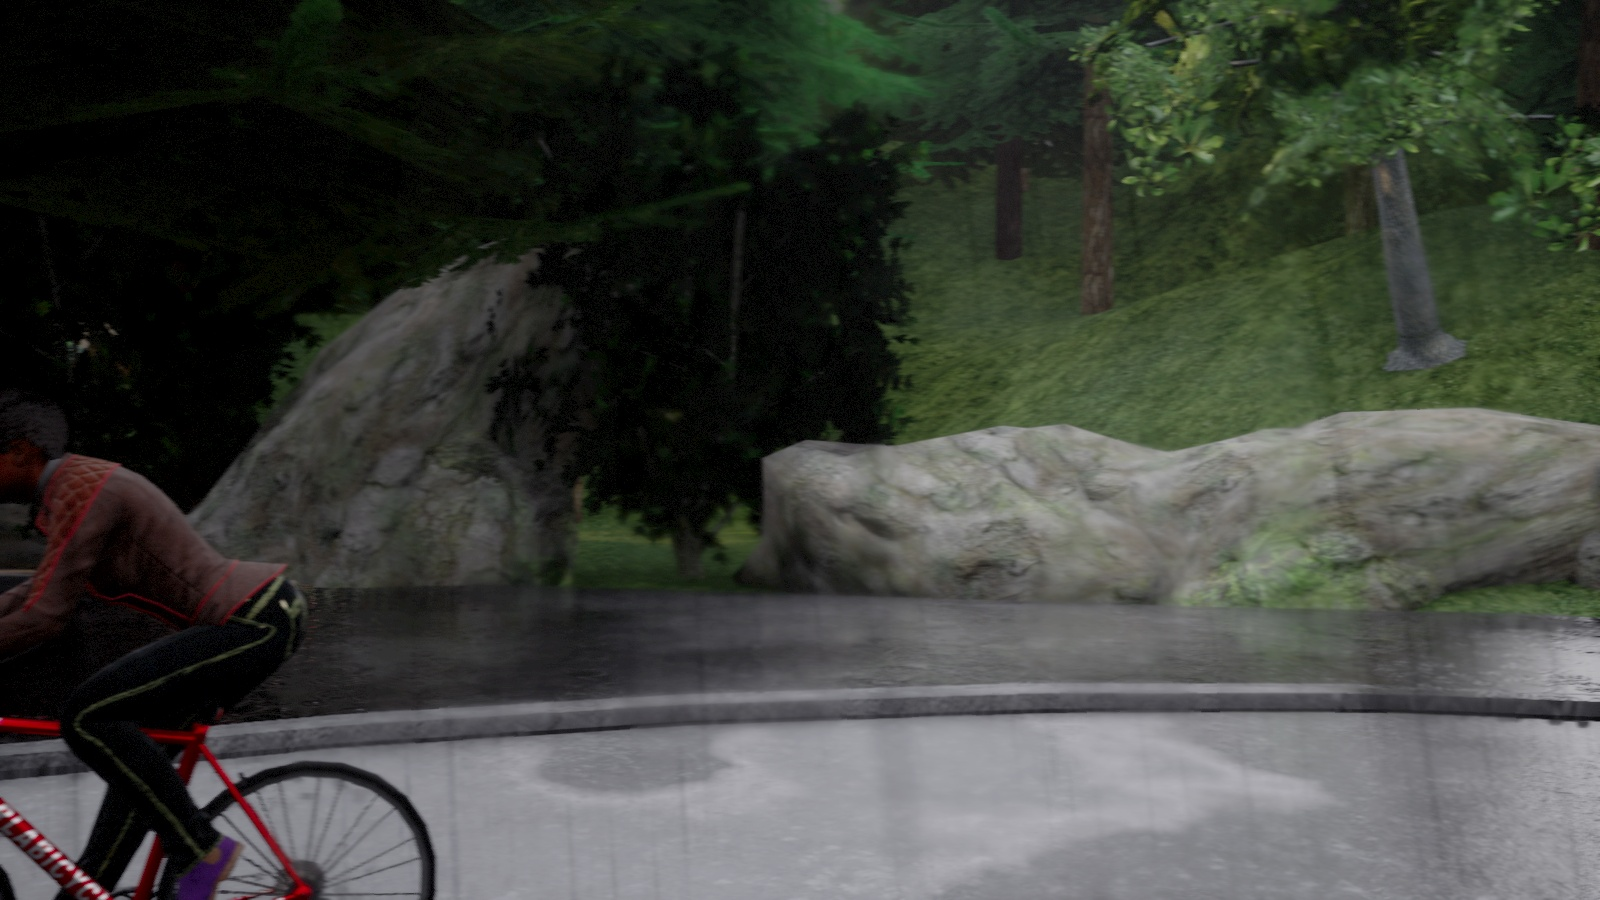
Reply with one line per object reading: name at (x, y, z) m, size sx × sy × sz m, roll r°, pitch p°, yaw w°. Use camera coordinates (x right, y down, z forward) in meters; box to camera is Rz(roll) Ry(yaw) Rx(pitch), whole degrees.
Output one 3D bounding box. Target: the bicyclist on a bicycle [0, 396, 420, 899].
bicyclist on a bicycle at (-1.807, 0.686, 3.003) m, size 1.656 × 1.620 × 0.582 m, roll 0°, pitch 1°, yaw -25°
